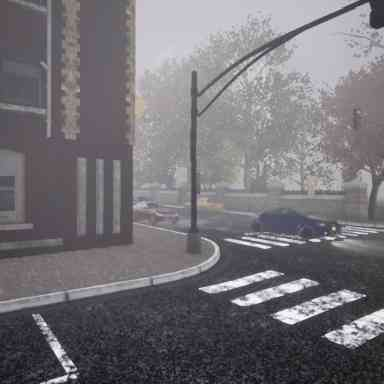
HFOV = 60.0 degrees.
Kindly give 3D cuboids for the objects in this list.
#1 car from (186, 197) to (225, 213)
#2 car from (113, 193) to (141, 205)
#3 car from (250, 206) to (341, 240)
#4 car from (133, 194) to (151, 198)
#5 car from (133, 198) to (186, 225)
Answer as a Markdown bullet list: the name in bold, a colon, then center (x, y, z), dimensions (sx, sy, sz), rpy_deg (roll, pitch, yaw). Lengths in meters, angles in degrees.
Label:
- **car**: center (0.979, 1.129, 30.571), dimensions (1.752, 1.417, 4.829), rpy_deg (1, 0, -36)
- **car**: center (-8.651, 0.864, 43.897), dimensions (2.008, 1.369, 4.403), rpy_deg (1, 0, -36)
- **car**: center (4.877, 1.398, 16.087), dimensions (1.994, 1.385, 4.181), rpy_deg (0, 1, -43)
- **car**: center (-4.137, 1.076, 27.744), dimensions (1.837, 1.490, 4.892), rpy_deg (0, 1, -36)
- **car**: center (-2.474, 1.257, 21.042), dimensions (1.802, 1.307, 4.206), rpy_deg (2, 0, -36)
